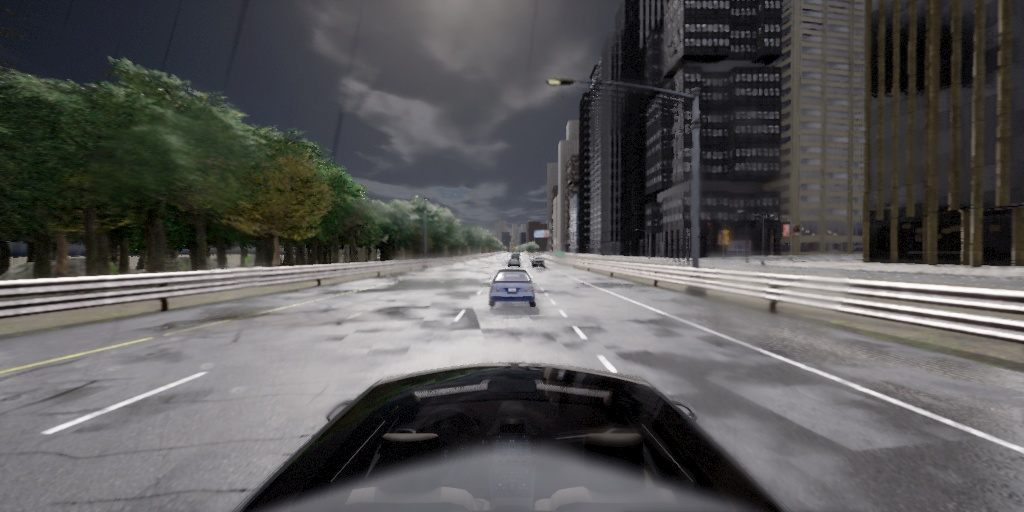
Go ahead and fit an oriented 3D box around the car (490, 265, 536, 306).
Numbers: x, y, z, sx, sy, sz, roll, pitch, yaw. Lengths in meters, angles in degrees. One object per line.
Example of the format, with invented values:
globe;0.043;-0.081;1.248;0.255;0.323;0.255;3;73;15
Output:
car;0.019;1.281;15.661;2.033;1.411;5.357;0;0;0

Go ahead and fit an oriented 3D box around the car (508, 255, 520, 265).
car;0.372;1.050;60.209;1.994;1.385;4.181;0;0;1

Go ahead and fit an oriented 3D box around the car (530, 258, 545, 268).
car;3.905;1.030;54.633;1.837;1.490;4.892;0;1;1
